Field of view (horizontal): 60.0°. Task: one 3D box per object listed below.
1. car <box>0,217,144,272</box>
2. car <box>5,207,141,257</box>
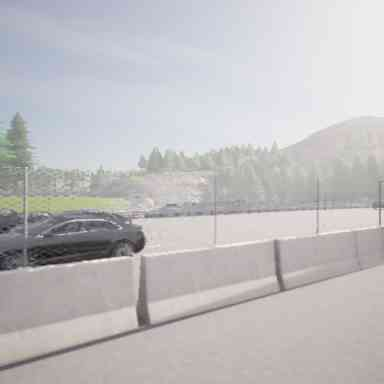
[{"bbox_3d":[-3.743,1.464,9.921,4.902,1.511,2.128,0,0,-35],"label":"car"},{"bbox_3d":[-4.699,1.468,13.534,4.892,1.490,1.837,0,0,-35],"label":"car"}]
